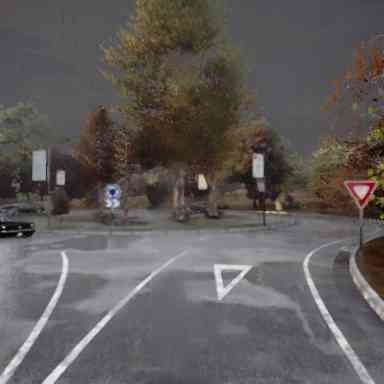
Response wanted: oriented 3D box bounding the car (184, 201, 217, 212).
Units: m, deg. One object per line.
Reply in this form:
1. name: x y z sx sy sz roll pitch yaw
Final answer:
1. car: 1.147 2.085 47.868 4.892 1.490 1.837 1 -1 18

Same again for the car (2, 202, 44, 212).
1. car: -19.254 1.924 38.006 2.128 1.511 4.902 -1 -1 23

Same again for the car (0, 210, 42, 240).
1. car: -10.208 1.737 16.810 4.718 1.301 1.895 0 -1 25
